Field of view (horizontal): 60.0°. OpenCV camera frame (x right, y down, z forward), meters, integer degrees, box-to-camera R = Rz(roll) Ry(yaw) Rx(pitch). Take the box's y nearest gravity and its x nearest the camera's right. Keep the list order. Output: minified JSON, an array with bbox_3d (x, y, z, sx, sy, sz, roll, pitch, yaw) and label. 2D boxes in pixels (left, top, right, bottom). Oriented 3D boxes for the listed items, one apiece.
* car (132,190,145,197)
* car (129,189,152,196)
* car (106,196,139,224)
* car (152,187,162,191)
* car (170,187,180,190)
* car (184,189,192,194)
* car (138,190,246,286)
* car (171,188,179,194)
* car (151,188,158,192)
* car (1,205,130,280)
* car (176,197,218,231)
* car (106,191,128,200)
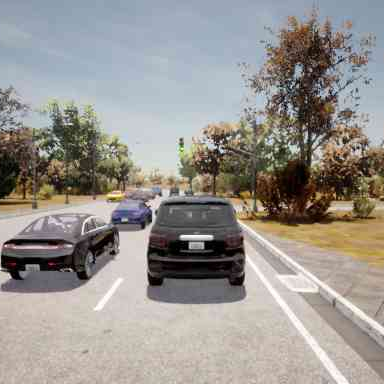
[{"bbox_3d":[-10.759,0.298,66.983,1.994,1.385,4.181,0,1,-1],"label":"car"},{"bbox_3d":[-7.076,0.705,46.176,1.994,1.385,4.181,0,1,-1],"label":"car"},{"bbox_3d":[-3.393,1.195,19.134,1.812,1.442,4.674,0,1,0],"label":"car"},{"bbox_3d":[-7.264,-0.062,67.892,2.150,2.045,5.566,0,1,-1],"label":"car"},{"bbox_3d":[-4.013,-0.239,76.547,2.150,2.045,5.566,0,1,-2],"label":"car"},{"bbox_3d":[-1.014,-0.201,87.174,1.994,1.385,4.181,0,1,-3],"label":"car"},{"bbox_3d":[0.098,1.086,9.179,2.150,2.045,5.566,0,1,0],"label":"car"},{"bbox_3d":[-4.509,-0.224,86.975,2.128,1.511,4.902,0,1,-3],"label":"car"},{"bbox_3d":[-7.146,0.495,54.929,1.812,1.442,4.674,0,1,-1],"label":"car"},{"bbox_3d":[-3.398,1.350,9.513,2.128,1.511,4.902,0,1,0],"label":"car"},{"bbox_3d":[0.138,1.161,19.207,2.128,1.511,4.902,0,1,-3],"label":"car"},{"bbox_3d":[-10.607,0.612,46.528,1.882,1.535,5.008,0,1,-2],"label":"car"}]
